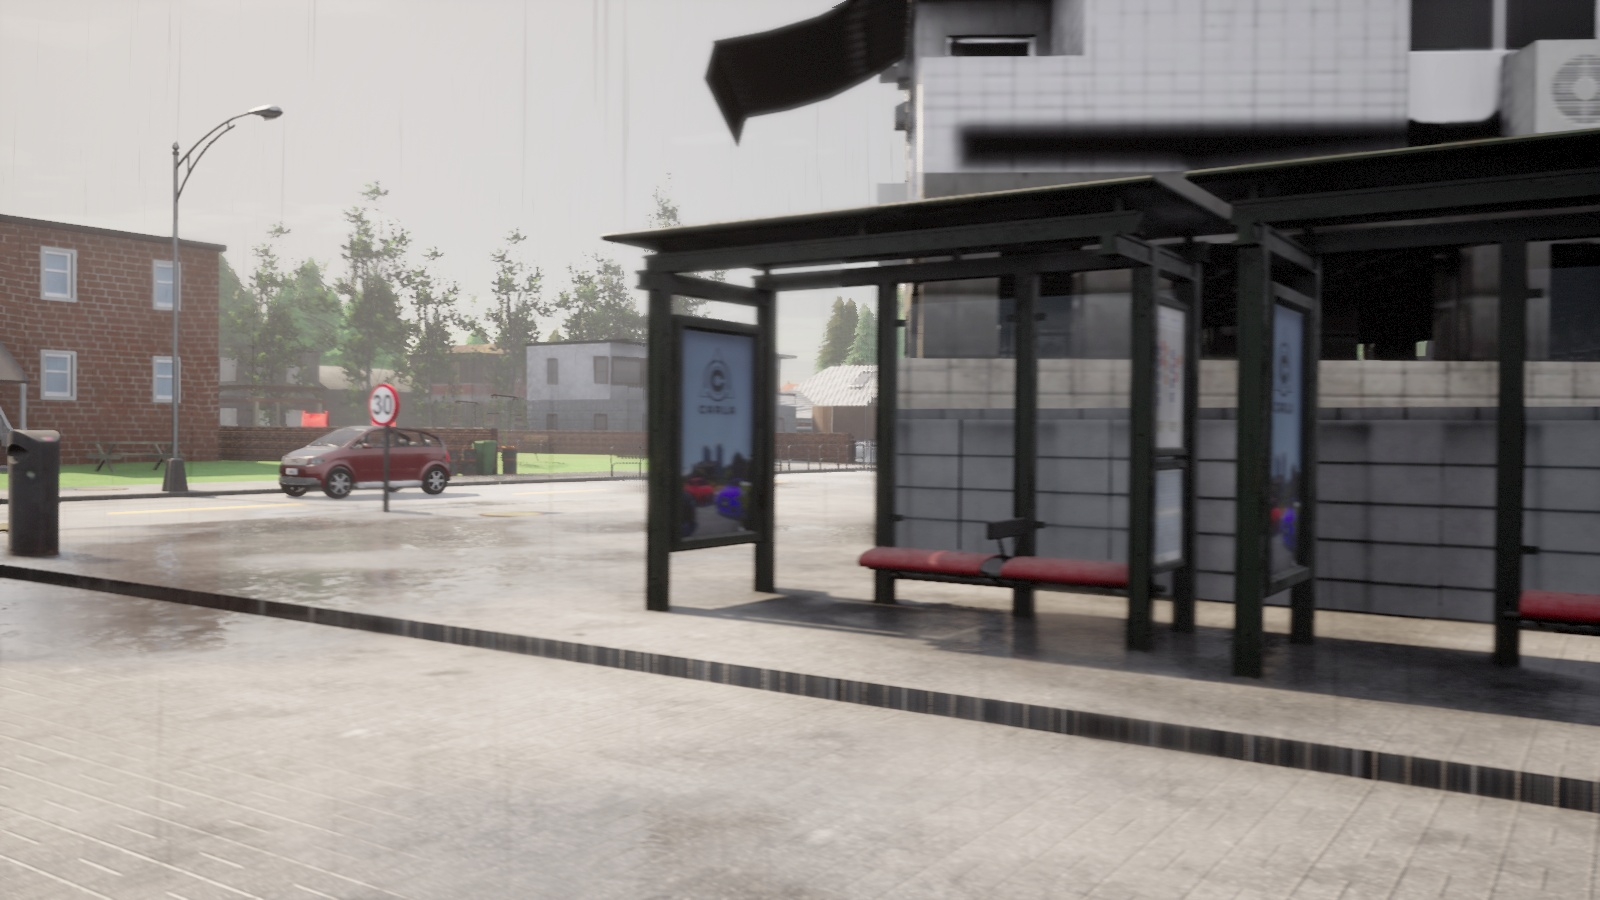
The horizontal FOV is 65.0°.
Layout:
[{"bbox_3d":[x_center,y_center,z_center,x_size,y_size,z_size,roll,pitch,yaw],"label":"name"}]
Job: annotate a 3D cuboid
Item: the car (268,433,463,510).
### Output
[{"bbox_3d":[-9.467,0.419,27.584,1.789,1.549,3.705,0,1,34],"label":"car"}]
